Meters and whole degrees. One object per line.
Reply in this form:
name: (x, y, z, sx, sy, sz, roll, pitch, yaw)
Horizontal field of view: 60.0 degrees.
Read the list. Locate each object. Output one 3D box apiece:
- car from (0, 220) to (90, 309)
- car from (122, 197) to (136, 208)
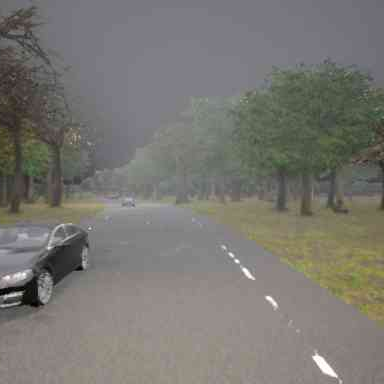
car: (-3.855, 1.486, 8.006, 2.128, 1.511, 4.902, 0, 0, -2)
car: (-9.385, 1.512, 49.139, 1.812, 1.442, 4.674, 0, 0, -13)
